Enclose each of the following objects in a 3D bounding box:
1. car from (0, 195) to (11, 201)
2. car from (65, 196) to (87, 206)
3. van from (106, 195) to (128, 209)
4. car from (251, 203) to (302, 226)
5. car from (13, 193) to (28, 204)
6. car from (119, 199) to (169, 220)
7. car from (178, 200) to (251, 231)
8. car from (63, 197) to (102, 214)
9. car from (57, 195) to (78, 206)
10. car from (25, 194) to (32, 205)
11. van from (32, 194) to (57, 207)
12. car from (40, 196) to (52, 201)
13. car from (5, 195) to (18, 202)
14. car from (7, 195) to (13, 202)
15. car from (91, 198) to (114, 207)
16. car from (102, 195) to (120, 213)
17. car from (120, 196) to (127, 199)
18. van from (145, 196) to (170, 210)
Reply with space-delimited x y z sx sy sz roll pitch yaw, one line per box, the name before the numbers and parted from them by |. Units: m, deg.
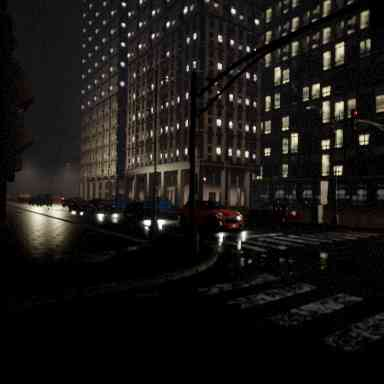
car | -46.805 1.372 83.400 1.752 1.417 4.829 1 -1 -35
car | -18.924 1.465 54.157 2.128 1.511 4.902 1 -1 -35
van | -10.622 1.379 46.951 1.690 1.788 3.998 2 -1 -35
car | 5.735 1.515 23.926 1.967 1.590 4.097 2 -1 -35
car | -30.539 1.161 60.516 2.192 1.841 5.009 1 -1 -35
car | -4.123 1.509 27.799 1.994 1.385 4.181 1 -1 -35
car | 1.080 1.310 20.484 2.097 1.767 4.553 1 -1 -35
car | -10.913 1.433 32.886 2.008 1.369 4.403 2 -1 -35
car | -15.977 1.412 44.563 2.128 1.511 4.902 1 -1 -35
car | -24.000 1.438 51.304 1.802 1.307 4.206 1 -1 -35
van | -20.724 1.203 46.702 1.690 1.788 3.998 2 -1 -35
car | -36.800 1.581 83.784 1.802 1.307 4.206 1 -1 -35
car | -40.357 1.384 74.327 2.008 1.369 4.403 1 -1 -35
car | -37.087 1.403 69.723 1.947 1.339 4.313 1 -1 -35
car | -13.898 1.597 51.552 1.947 1.339 4.313 1 -1 -35
car | -9.988 1.409 36.068 1.882 1.535 5.008 1 -1 -36
car | -7.354 1.595 42.343 2.008 1.369 4.403 2 -1 -35
van | -4.079 1.392 37.741 1.690 1.788 3.998 2 -1 -35
